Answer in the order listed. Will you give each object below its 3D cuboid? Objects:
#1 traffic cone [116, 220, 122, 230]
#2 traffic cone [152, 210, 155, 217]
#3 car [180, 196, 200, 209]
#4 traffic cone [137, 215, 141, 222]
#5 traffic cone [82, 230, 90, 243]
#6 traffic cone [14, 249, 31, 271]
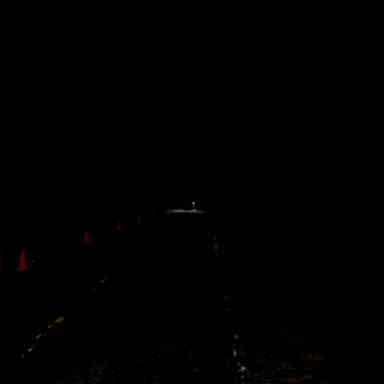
[{"bbox_3d":[-4.357,1.950,19.716,0.340,0.580,0.340,0,0,4],"label":"traffic cone"},{"bbox_3d":[-3.455,1.949,29.769,0.340,0.580,0.340,0,0,6],"label":"traffic cone"},{"bbox_3d":[-0.256,1.361,44.614,2.097,1.767,4.553,0,0,9],"label":"car"},{"bbox_3d":[-3.950,1.950,24.747,0.340,0.580,0.340,0,0,5],"label":"traffic cone"},{"bbox_3d":[-4.677,1.950,14.679,0.340,0.580,0.340,0,0,3],"label":"traffic cone"},{"bbox_3d":[-4.909,1.950,9.638,0.340,0.580,0.340,0,0,2],"label":"traffic cone"}]
